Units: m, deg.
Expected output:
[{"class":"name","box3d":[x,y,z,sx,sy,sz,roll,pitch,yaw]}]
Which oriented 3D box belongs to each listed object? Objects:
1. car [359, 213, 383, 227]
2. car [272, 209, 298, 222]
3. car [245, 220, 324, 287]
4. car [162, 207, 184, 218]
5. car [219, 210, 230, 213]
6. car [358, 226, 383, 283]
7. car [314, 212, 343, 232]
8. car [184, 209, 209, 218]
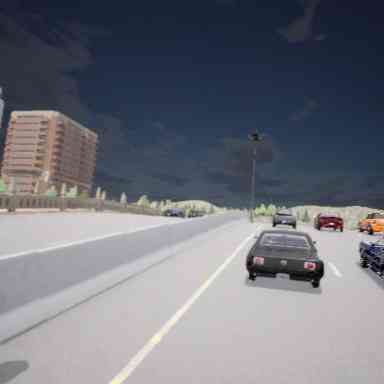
[{"class":"car","box3d":[14.382,2.386,25.620,2.097,1.767,4.553,3,-2,16]},{"class":"car","box3d":[7.734,2.216,27.837,2.128,1.511,4.902,3,-2,16]},{"class":"car","box3d":[2.826,1.811,10.228,1.895,1.301,4.718,3,0,16]},{"class":"car","box3d":[-2.254,2.740,44.656,2.033,1.411,5.357,3,-6,16]},{"class":"car","box3d":[4.338,3.011,42.266,2.033,1.411,5.357,3,-5,16]},{"class":"car","box3d":[6.330,1.985,9.776,1.895,1.301,4.718,3,0,16]},{"class":"car","box3d":[11.375,2.426,27.881,1.882,1.535,5.008,3,-3,16]},{"class":"car","box3d":[0.865,2.820,42.842,1.994,1.385,4.181,3,-6,16]}]
